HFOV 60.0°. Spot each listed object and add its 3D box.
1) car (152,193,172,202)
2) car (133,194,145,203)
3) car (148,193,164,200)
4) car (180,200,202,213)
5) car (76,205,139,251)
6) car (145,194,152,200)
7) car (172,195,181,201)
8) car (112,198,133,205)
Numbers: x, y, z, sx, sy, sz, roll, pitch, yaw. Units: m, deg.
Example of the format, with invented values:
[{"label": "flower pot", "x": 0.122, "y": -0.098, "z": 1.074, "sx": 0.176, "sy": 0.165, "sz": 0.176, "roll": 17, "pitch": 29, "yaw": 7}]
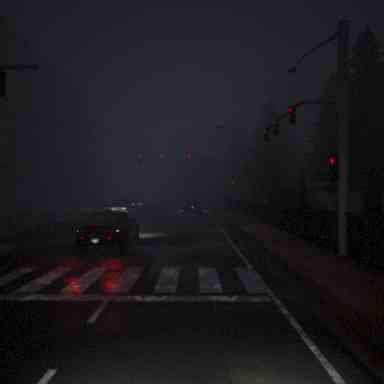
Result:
[{"label": "car", "x": -7.043, "y": 1.442, "z": 77.760, "sx": 1.837, "sy": 1.490, "sz": 4.892, "roll": 0, "pitch": 0, "yaw": -26}, {"label": "car", "x": -10.954, "y": 1.497, "z": 66.234, "sx": 2.033, "sy": 1.411, "sz": 5.357, "roll": 0, "pitch": 0, "yaw": -7}, {"label": "car", "x": -9.549, "y": 1.138, "z": 88.673, "sx": 2.097, "sy": 1.767, "sz": 4.553, "roll": 0, "pitch": 0, "yaw": -41}, {"label": "car", "x": 0.063, "y": 1.537, "z": 36.283, "sx": 1.994, "sy": 1.385, "sz": 4.181, "roll": 0, "pitch": 0, "yaw": 0}, {"label": "car", "x": -3.416, "y": 1.515, "z": 14.022, "sx": 1.812, "sy": 1.442, "sz": 4.674, "roll": 0, "pitch": 0, "yaw": 0}, {"label": "car", "x": -12.354, "y": 1.313, "z": 86.577, "sx": 2.128, "sy": 1.511, "sz": 4.902, "roll": 0, "pitch": 0, "yaw": -41}, {"label": "car", "x": -4.252, "y": 1.441, "z": 80.076, "sx": 1.837, "sy": 1.490, "sz": 4.892, "roll": 0, "pitch": 0, "yaw": -26}, {"label": "car", "x": -10.617, "y": 1.564, "z": 50.218, "sx": 1.895, "sy": 1.301, "sz": 4.718, "roll": 0, "pitch": 0, "yaw": 0}]
